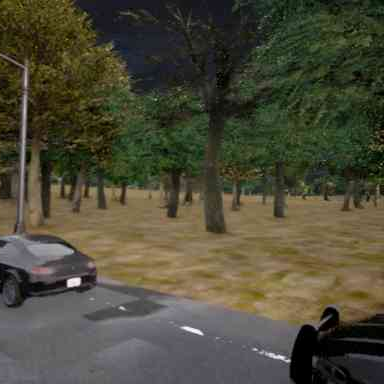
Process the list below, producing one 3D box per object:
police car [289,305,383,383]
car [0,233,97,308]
[{"bbox_3d":[3.409,1.583,2.453,5.238,1.638,1.930,-1,-3,38],"label":"police car"},{"bbox_3d":[-4.335,1.800,8.600,4.674,1.442,1.812,-1,-3,38],"label":"car"}]
